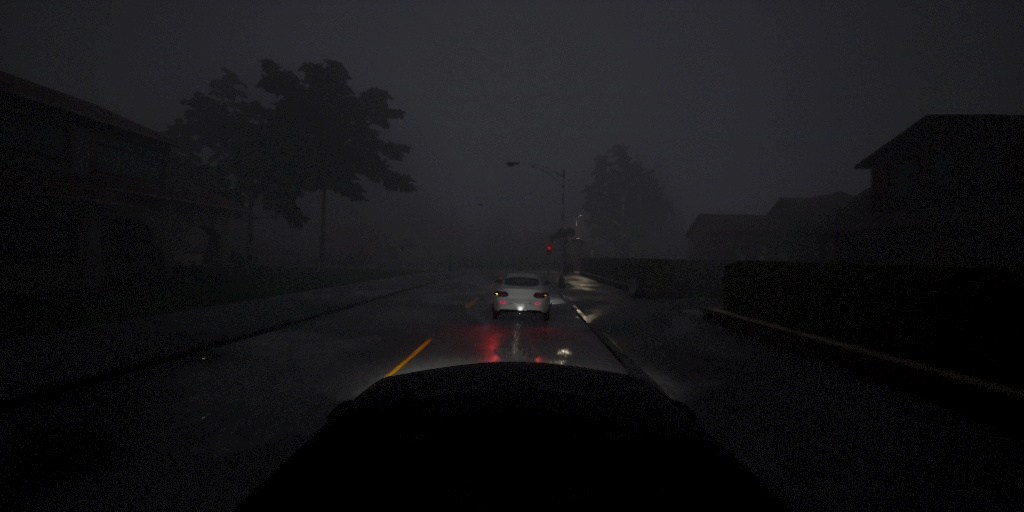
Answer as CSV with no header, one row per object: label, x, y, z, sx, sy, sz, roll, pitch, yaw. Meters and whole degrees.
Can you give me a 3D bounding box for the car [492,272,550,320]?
car,0.359,1.282,12.730,1.812,1.442,4.674,1,0,3
